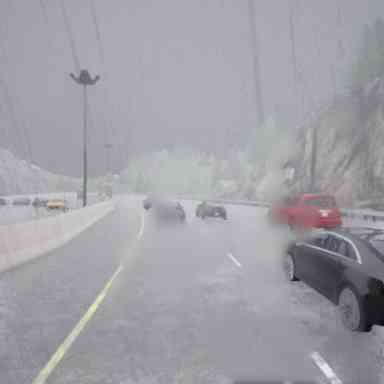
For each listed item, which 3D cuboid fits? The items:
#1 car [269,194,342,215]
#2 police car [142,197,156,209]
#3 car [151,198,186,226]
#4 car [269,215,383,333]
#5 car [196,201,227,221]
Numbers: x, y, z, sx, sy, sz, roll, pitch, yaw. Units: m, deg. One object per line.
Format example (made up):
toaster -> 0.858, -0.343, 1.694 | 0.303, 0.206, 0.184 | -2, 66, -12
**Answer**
car -> 6.039, 1.143, 18.357 | 2.150, 2.045, 5.566 | 0, 0, -5
police car -> -5.083, 1.365, 41.849 | 2.038, 1.542, 4.974 | 0, 0, -13
car -> -1.544, 1.413, 22.692 | 2.128, 1.511, 4.902 | 0, 0, -7
car -> 3.344, 1.460, 6.731 | 2.128, 1.511, 4.902 | 0, 0, -2
car -> 1.471, 1.428, 26.455 | 1.812, 1.442, 4.674 | 0, 0, -8
